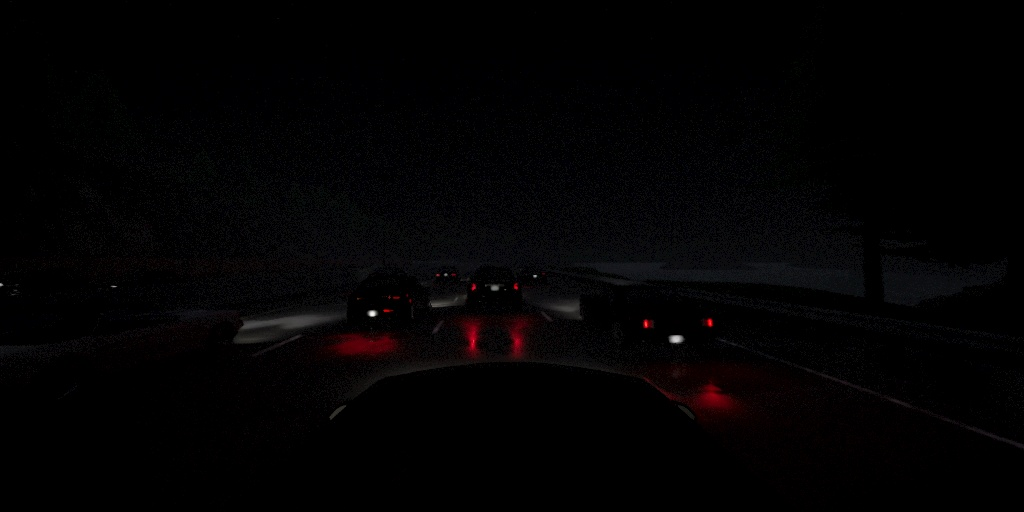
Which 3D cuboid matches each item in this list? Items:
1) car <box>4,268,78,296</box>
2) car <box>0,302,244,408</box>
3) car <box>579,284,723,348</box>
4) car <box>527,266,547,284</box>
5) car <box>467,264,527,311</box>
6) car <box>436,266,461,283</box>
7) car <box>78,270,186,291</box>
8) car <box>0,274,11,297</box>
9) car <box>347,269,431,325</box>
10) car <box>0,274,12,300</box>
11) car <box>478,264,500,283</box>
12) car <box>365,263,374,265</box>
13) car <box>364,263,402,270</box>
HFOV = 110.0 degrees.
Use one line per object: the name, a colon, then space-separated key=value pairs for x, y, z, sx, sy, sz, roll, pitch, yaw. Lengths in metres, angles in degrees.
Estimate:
car: x=-25.806 y=1.474 z=19.094 sx=2.097 sy=1.767 sz=4.553 roll=0 pitch=0 yaw=-5
car: x=-7.156 y=1.452 z=6.280 sx=1.895 sy=1.301 sz=4.718 roll=0 pitch=0 yaw=-2
car: x=3.150 y=1.389 z=9.359 sx=1.895 sy=1.301 sz=4.718 roll=0 pitch=0 yaw=-3
car: x=1.621 y=1.538 z=29.610 sx=1.994 sy=1.385 sz=4.181 roll=0 pitch=0 yaw=-5
car: x=-0.773 y=1.225 z=15.317 sx=2.097 sy=1.767 sz=4.553 roll=0 pitch=0 yaw=-4
car: x=-5.553 y=1.600 z=31.504 sx=2.033 sy=1.411 sz=5.357 roll=0 pitch=0 yaw=-5
car: x=-22.517 y=1.624 z=21.827 sx=1.837 sy=1.490 sz=4.892 roll=0 pitch=-1 yaw=-5
car: x=-18.025 y=1.453 z=9.726 sx=1.882 sy=1.535 sz=5.008 roll=0 pitch=-1 yaw=-4
car: x=-4.064 y=1.382 z=12.451 sx=1.837 sy=1.490 sz=4.892 roll=0 pitch=0 yaw=-4
car: x=-29.244 y=1.710 z=18.202 sx=1.994 sy=1.385 sz=4.181 roll=0 pitch=-1 yaw=-5
car: x=-2.163 y=1.540 z=32.970 sx=1.837 sy=1.490 sz=4.892 roll=0 pitch=0 yaw=-5
car: x=-21.985 y=1.955 z=58.954 sx=1.812 sy=1.442 sz=4.674 roll=0 pitch=0 yaw=-4
car: x=-8.576 y=1.505 z=25.481 sx=1.882 sy=1.535 sz=5.008 roll=0 pitch=0 yaw=-5
